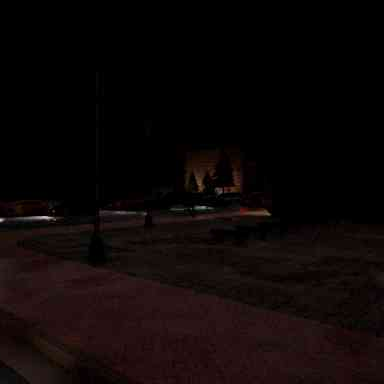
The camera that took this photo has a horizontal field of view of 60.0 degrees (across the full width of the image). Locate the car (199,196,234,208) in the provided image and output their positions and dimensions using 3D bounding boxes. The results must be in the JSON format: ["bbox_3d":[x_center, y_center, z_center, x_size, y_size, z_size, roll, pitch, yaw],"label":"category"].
[{"bbox_3d":[3.659,1.600,49.148,1.895,1.301,4.718,0,0,40],"label":"car"}]

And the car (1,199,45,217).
[{"bbox_3d":[-15.872,1.478,31.496,1.882,1.535,5.008,0,0,40],"label":"car"}]

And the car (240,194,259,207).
[{"bbox_3d":[9.121,1.505,50.010,1.837,1.490,4.892,0,0,41],"label":"car"}]

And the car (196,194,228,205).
[{"bbox_3d":[2.961,1.547,53.725,2.033,1.411,5.357,0,0,41],"label":"car"}]

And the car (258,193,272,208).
[{"bbox_3d":[12.014,1.352,48.004,2.097,1.767,4.553,0,0,41],"label":"car"}]

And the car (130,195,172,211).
[{"bbox_3d":[-4.492,1.478,39.531,1.882,1.535,5.008,0,0,40],"label":"car"}]

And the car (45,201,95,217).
[{"bbox_3d":[-11.220,1.564,31.569,1.994,1.385,4.181,0,0,40],"label":"car"}]

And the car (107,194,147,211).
[{"bbox_3d":[-7.794,1.221,41.042,2.150,2.045,5.566,0,0,41],"label":"car"}]

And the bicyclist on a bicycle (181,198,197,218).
[{"bbox_3d":[-0.264,1.301,26.744,1.656,1.620,0.582,0,0,40],"label":"bicyclist on a bicycle"}]
